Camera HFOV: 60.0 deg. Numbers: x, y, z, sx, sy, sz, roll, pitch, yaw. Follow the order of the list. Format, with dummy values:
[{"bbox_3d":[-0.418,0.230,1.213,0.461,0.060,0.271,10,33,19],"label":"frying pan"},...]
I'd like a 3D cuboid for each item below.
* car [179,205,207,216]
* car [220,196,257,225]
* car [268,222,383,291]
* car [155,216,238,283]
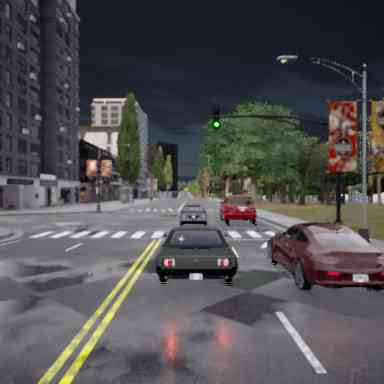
[{"bbox_3d":[0.096,1.590,23.063,2.033,1.411,5.357,0,0,0],"label":"car"},{"bbox_3d":[3.346,1.270,24.695,2.150,2.045,5.566,0,0,0],"label":"car"},{"bbox_3d":[3.352,1.542,8.912,1.812,1.442,4.674,0,0,0],"label":"car"},{"bbox_3d":[0.097,1.619,9.707,1.895,1.301,4.718,0,0,0],"label":"car"}]
